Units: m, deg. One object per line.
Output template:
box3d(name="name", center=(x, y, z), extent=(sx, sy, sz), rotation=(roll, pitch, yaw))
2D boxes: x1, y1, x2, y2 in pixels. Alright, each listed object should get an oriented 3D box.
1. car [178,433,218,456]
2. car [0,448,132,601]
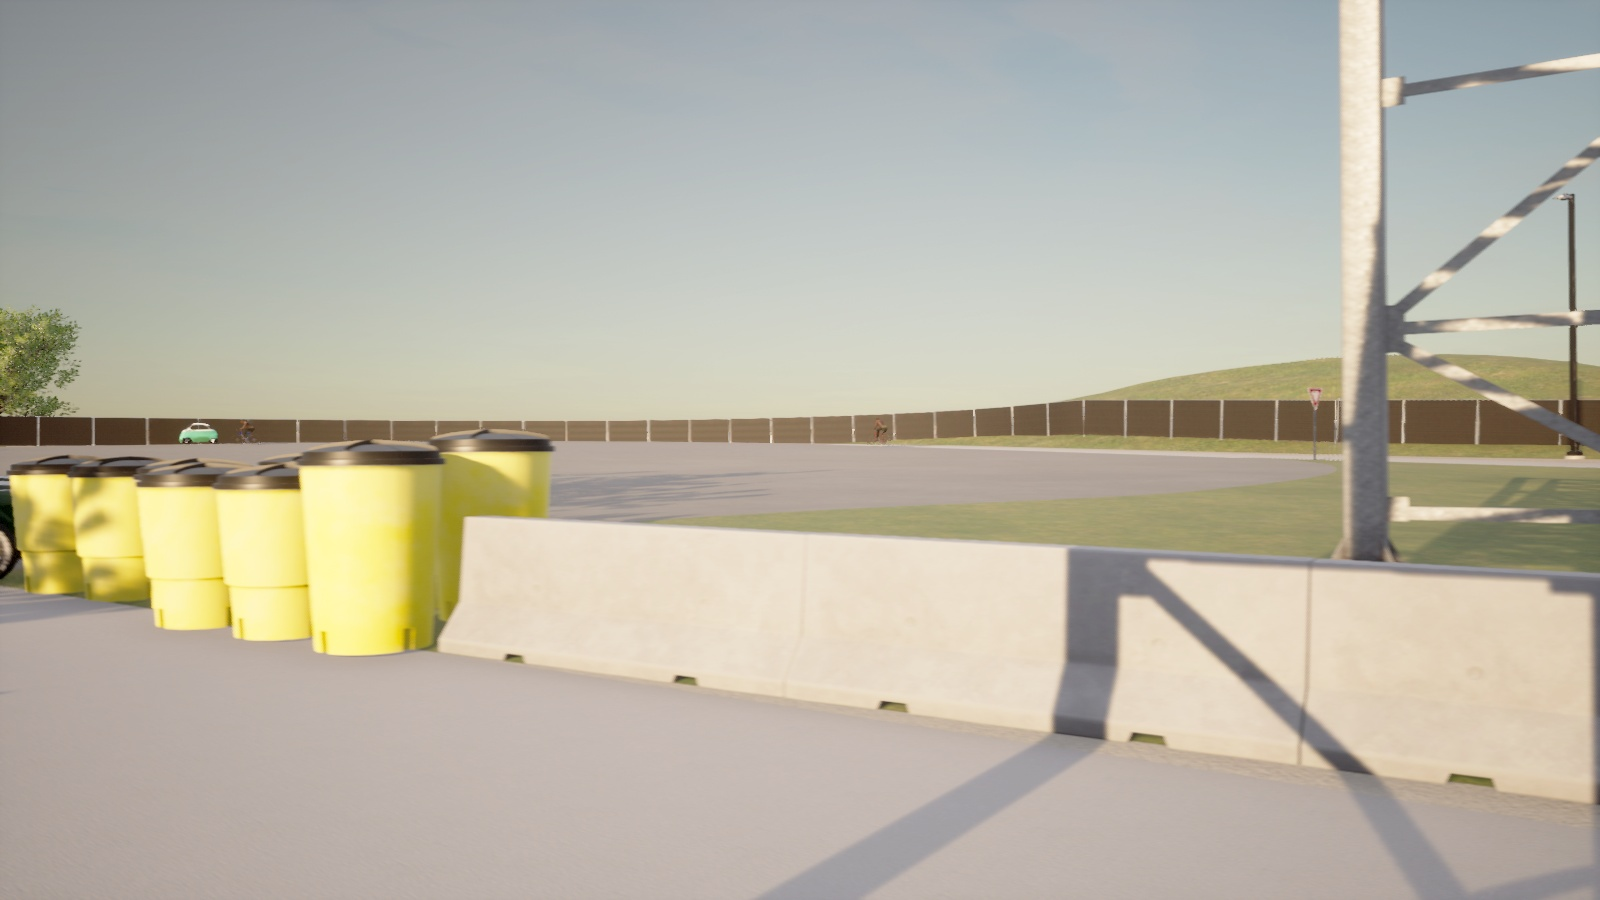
box3d(name="car", center=(-38.069, -0.328, 79.405), extent=(2.207, 1.376, 1.481), rotation=(-2, 0, -26))
box3d(name="car", center=(-9.247, 0.744, 11.969), extent=(4.718, 1.301, 1.895), rotation=(-2, 3, -14))
